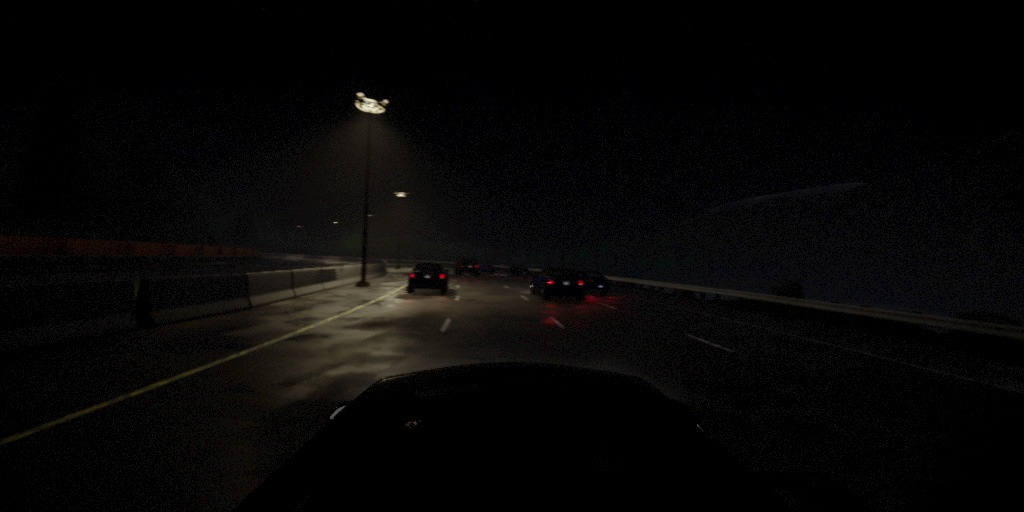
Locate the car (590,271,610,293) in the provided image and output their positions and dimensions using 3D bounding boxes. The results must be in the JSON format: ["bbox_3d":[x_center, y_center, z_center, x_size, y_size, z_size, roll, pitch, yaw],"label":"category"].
[{"bbox_3d":[5.242,1.735,24.964,1.812,1.442,4.674,2,-1,-10],"label":"car"}]

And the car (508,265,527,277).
[{"bbox_3d":[0.831,1.807,45.017,1.812,1.442,4.674,3,-1,-16],"label":"car"}]

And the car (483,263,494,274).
[{"bbox_3d":[-3.761,1.632,48.440,1.882,1.535,5.008,3,-1,-18],"label":"car"}]

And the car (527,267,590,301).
[{"bbox_3d":[2.400,1.399,19.928,2.097,1.767,4.553,2,-1,-8],"label":"car"}]

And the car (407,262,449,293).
[{"bbox_3d":[-4.854,1.152,21.305,2.097,1.767,4.553,2,-1,-9],"label":"car"}]

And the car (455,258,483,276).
[{"bbox_3d":[-5.294,1.242,41.614,2.150,2.045,5.566,3,-1,-16],"label":"car"}]
